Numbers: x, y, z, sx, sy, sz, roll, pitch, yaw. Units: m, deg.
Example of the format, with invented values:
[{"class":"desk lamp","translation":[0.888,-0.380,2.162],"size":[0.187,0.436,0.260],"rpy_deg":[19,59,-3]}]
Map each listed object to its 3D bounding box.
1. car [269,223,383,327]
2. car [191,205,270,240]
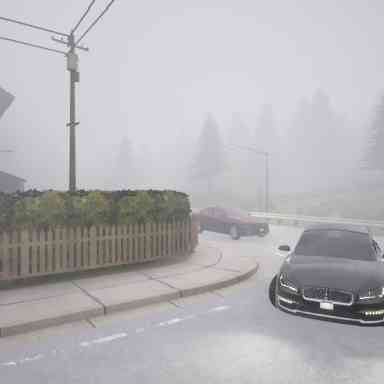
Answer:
[{"class":"car","translation":[3.159,1.505,7.298],"size":[1.837,1.490,4.892],"rpy_deg":[0,0,27]},{"class":"car","translation":[1.861,1.478,17.434],"size":[1.882,1.535,5.008],"rpy_deg":[0,0,-33]}]
